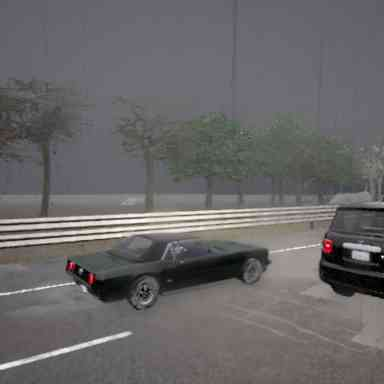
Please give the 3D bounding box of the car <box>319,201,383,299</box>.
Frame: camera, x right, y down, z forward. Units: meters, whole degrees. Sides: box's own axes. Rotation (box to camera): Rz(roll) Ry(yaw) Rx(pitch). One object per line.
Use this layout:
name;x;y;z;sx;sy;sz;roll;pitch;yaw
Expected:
car;5.158;1.219;7.424;5.566;2.045;2.150;0;0;-35

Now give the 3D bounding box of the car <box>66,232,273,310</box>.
car;-0.299;1.606;7.831;4.718;1.301;1.895;0;0;-35
